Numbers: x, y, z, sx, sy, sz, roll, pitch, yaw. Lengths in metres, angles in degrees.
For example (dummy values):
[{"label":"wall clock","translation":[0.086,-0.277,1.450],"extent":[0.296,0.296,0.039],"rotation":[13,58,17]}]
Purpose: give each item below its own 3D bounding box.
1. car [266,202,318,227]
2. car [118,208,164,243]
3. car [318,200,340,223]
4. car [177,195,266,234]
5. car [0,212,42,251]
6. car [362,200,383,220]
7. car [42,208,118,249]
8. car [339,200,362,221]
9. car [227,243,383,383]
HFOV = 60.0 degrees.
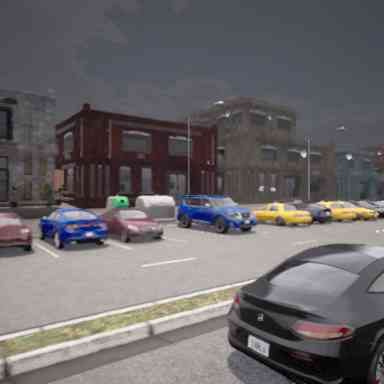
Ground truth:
[{"label":"car","translation":[5.620,1.473,23.122],"extent":[1.946,1.575,5.366],"rotation":[0,0,-36]},{"label":"car","translation":[-3.187,1.521,16.485],"extent":[2.002,1.452,4.674],"rotation":[0,0,-36]},{"label":"car","translation":[7.942,1.509,24.618],"extent":[2.163,1.488,4.792],"rotation":[0,0,-36]},{"label":"car","translation":[1.289,1.225,19.705],"extent":[2.435,2.045,5.566],"rotation":[0,0,-36]},{"label":"car","translation":[-7.643,1.531,13.236],"extent":[2.002,1.452,4.674],"rotation":[0,0,-36]},{"label":"car","translation":[12.534,1.484,27.689],"extent":[1.946,1.575,5.366],"rotation":[0,0,-36]},{"label":"car","translation":[-5.412,1.485,14.856],"extent":[2.097,1.535,5.008],"rotation":[0,0,-36]},{"label":"car","translation":[10.079,1.479,26.367],"extent":[1.946,1.575,5.366],"rotation":[0,0,-36]},{"label":"car","translation":[2.596,1.523,5.014],"extent":[4.674,1.442,1.812],"rotation":[0,0,-36]}]
